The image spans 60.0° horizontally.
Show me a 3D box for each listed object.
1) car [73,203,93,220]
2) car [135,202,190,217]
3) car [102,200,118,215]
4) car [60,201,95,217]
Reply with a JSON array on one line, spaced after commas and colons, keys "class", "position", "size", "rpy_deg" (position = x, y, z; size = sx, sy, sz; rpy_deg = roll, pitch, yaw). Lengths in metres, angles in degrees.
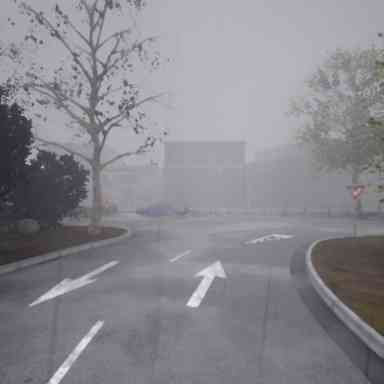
[{"class": "car", "position": [-11.214, 1.769, 30.449], "size": [4.902, 1.511, 2.128], "rpy_deg": [-1, 0, 2]}, {"class": "car", "position": [-2.893, 1.687, 32.508], "size": [5.357, 1.411, 2.033], "rpy_deg": [-1, -1, 21]}, {"class": "car", "position": [-9.860, 1.630, 37.707], "size": [2.185, 1.767, 4.553], "rpy_deg": [-1, 0, 1]}, {"class": "car", "position": [-12.891, 1.826, 37.781], "size": [2.097, 1.535, 5.008], "rpy_deg": [-1, 0, 1]}]
